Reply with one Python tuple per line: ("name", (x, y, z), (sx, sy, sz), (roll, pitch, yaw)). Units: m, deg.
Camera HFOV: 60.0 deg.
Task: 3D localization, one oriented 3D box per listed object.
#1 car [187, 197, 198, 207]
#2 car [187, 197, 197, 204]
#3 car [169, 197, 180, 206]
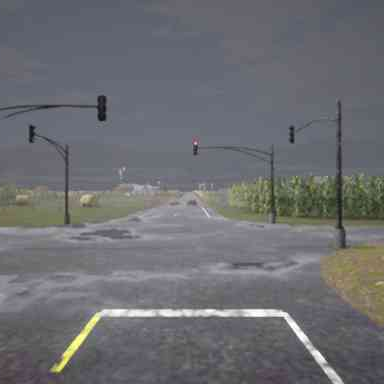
("car", (0.020, 1.994, 63.762), (1.837, 1.490, 4.892), (0, 0, 0))
("car", (0.018, 2.032, 79.152), (2.128, 1.511, 4.902), (0, 0, 0))
("car", (-3.502, 1.852, 66.359), (2.097, 1.767, 4.553), (0, 0, 0))
